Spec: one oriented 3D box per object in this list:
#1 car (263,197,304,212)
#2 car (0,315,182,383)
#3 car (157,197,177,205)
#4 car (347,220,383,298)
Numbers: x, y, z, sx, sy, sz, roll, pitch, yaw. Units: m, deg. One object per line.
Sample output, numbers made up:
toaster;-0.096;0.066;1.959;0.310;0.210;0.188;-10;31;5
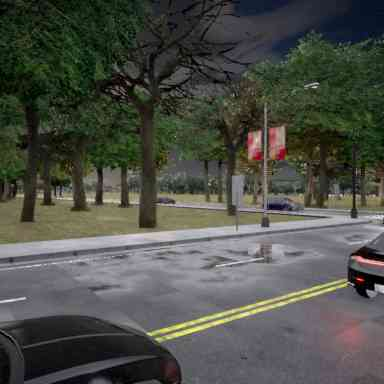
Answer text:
car;10.158;1.332;37.059;2.097;1.767;4.553;0;0;-35
car;-2.332;1.478;1.777;5.008;1.535;1.882;0;0;-36
car;-4.822;1.506;58.214;2.033;1.411;5.357;0;0;-35
car;5.336;1.492;7.242;4.902;1.511;2.128;0;0;-35
